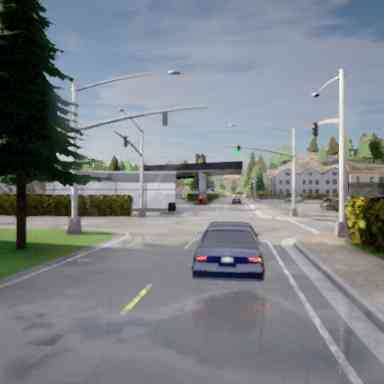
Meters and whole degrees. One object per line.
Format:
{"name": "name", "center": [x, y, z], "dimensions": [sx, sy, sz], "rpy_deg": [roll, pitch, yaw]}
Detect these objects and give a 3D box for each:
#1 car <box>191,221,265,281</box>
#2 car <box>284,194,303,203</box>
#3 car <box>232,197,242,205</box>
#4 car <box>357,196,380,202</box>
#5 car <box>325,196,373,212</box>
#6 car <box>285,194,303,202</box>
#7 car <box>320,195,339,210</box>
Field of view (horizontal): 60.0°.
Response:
{"name": "car", "center": [1.126, 1.585, 9.980], "dimensions": [2.033, 1.411, 5.357], "rpy_deg": [0, 0, 8]}
{"name": "car", "center": [22.835, 1.654, 74.846], "dimensions": [3.806, 1.475, 1.970], "rpy_deg": [0, 0, 7]}
{"name": "car", "center": [8.996, 1.740, 66.715], "dimensions": [2.128, 1.511, 4.902], "rpy_deg": [0, 0, 8]}
{"name": "car", "center": [42.084, 1.628, 79.325], "dimensions": [4.514, 1.523, 2.007], "rpy_deg": [0, 0, 7]}
{"name": "car", "center": [18.004, 1.495, 37.766], "dimensions": [4.514, 1.523, 2.007], "rpy_deg": [0, 0, 7]}
{"name": "car", "center": [23.880, 1.383, 78.062], "dimensions": [3.866, 1.878, 1.905], "rpy_deg": [0, 0, 7]}
{"name": "car", "center": [18.366, 1.497, 40.882], "dimensions": [5.027, 1.636, 2.152], "rpy_deg": [0, 0, 7]}
